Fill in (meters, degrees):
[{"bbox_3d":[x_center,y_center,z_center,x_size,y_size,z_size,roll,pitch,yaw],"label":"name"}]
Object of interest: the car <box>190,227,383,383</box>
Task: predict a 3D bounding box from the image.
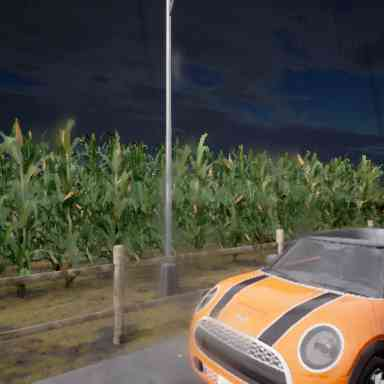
[{"bbox_3d":[2.186,1.352,4.628,4.553,1.767,2.097,0,0,-35],"label":"car"}]
